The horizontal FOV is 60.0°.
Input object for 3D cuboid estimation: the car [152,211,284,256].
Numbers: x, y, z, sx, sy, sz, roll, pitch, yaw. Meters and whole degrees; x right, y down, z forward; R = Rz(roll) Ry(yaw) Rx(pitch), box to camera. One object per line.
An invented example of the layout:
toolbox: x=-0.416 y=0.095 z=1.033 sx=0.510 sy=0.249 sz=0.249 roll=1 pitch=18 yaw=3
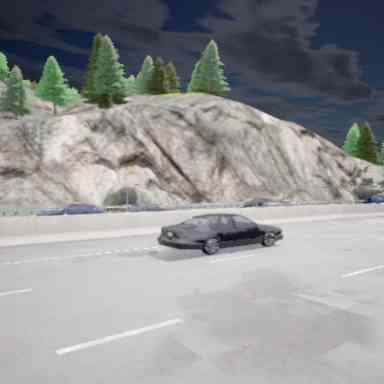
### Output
car: x=1.273 y=1.551 z=13.222 sx=5.357 sy=1.411 sz=2.033 roll=0 pitch=0 yaw=-35

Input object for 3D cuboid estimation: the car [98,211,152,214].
car: x=-3.500 y=1.553 z=22.929 sx=5.357 sy=1.411 sz=2.033 roll=0 pitch=0 yaw=-35

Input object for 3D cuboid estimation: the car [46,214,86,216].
car: x=-8.510 y=1.532 z=23.673 sx=4.674 sy=1.442 sz=1.812 roll=0 pitch=0 yaw=-35

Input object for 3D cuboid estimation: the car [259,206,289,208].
car: x=10.988 y=1.610 z=41.331 sx=4.718 sy=1.301 sz=1.895 roll=0 pitch=0 yaw=-32
